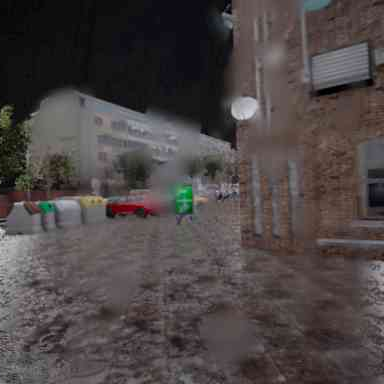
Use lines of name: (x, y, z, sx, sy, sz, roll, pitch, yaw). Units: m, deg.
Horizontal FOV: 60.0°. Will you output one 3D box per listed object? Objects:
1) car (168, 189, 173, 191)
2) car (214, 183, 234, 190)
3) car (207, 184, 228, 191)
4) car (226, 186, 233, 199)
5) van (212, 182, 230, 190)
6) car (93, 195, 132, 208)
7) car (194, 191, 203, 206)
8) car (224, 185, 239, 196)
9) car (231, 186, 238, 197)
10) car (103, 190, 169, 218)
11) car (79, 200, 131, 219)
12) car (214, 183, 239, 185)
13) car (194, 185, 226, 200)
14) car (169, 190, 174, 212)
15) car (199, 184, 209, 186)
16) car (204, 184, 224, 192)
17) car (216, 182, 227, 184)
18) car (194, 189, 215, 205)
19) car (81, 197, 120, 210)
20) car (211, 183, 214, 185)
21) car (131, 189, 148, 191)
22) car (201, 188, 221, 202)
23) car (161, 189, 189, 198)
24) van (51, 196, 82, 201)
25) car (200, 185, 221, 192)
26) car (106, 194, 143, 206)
car: (-5.598, 0.413, 59.370, 4.553, 1.767, 2.185, -3, 2, 24)
car: (8.934, -1.478, 92.736, 4.892, 1.521, 2.231, -2, 2, 24)
car: (6.671, -1.163, 87.501, 5.008, 1.535, 2.097, -3, 2, 24)
car: (2.933, 0.465, 47.923, 4.792, 1.488, 2.163, -3, 2, 24)
van: (7.921, -1.554, 90.121, 4.442, 1.987, 1.878, -3, 2, 24)
car: (-11.114, 1.311, 46.568, 4.892, 1.521, 2.231, -3, 2, 24)
car: (-1.942, 1.091, 37.244, 5.366, 1.575, 1.946, -3, 2, 24)
car: (5.293, 0.145, 53.432, 4.674, 1.452, 2.002, -2, 2, 24)
car: (4.074, 0.314, 50.628, 4.674, 1.452, 2.002, -2, 2, 24)
car: (-5.284, 1.245, 29.191, 5.566, 2.045, 2.435, -2, 1, 24)
car: (-8.516, 1.655, 33.155, 2.033, 1.411, 5.357, -3, 1, 23)
car: (6.426, -0.182, 56.129, 4.553, 1.767, 2.185, -2, 2, 24)
car: (1.757, 0.473, 45.226, 4.553, 1.767, 2.185, -2, 2, 24)
car: (-2.978, 1.121, 34.484, 4.553, 1.767, 2.185, -3, 2, 24)
car: (0.005, -0.492, 72.269, 5.566, 2.045, 2.435, -2, 2, 24)
car: (5.568, -1.139, 85.066, 4.553, 1.767, 2.185, -2, 2, 24)
car: (7.593, -0.465, 58.676, 5.566, 2.045, 2.435, -2, 2, 24)
car: (-0.433, 0.914, 39.788, 5.366, 1.575, 1.946, -2, 2, 24)
car: (-12.182, 1.498, 44.128, 4.674, 1.452, 2.002, -2, 2, 24)
car: (2.244, -0.521, 77.395, 4.792, 1.488, 2.163, -2, 2, 24)
car: (-7.724, 0.587, 54.340, 5.566, 2.045, 2.435, -3, 2, 24)
car: (0.622, 0.756, 42.665, 4.892, 1.521, 2.231, -3, 2, 24)
car: (-3.260, 0.250, 64.580, 4.792, 1.488, 2.163, -2, 2, 24)
van: (-14.311, 1.531, 38.958, 4.442, 1.987, 1.878, -3, 2, 24)
car: (4.497, -0.821, 82.502, 4.674, 1.452, 2.002, -2, 2, 24)
car: (-9.964, 1.150, 49.246, 4.892, 1.521, 2.231, -2, 2, 24)
